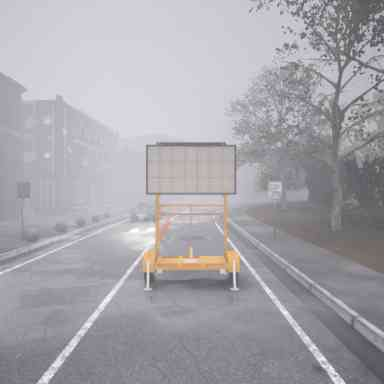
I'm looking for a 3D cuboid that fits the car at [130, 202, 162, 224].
[{"bbox_3d":[-3.344,1.498,24.885,2.128,1.511,4.902,0,0,2],"label":"car"}]

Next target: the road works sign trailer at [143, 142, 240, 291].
[{"bbox_3d":[-0.021,0.467,9.013,2.380,3.560,2.880,0,0,0],"label":"road works sign trailer"}]
